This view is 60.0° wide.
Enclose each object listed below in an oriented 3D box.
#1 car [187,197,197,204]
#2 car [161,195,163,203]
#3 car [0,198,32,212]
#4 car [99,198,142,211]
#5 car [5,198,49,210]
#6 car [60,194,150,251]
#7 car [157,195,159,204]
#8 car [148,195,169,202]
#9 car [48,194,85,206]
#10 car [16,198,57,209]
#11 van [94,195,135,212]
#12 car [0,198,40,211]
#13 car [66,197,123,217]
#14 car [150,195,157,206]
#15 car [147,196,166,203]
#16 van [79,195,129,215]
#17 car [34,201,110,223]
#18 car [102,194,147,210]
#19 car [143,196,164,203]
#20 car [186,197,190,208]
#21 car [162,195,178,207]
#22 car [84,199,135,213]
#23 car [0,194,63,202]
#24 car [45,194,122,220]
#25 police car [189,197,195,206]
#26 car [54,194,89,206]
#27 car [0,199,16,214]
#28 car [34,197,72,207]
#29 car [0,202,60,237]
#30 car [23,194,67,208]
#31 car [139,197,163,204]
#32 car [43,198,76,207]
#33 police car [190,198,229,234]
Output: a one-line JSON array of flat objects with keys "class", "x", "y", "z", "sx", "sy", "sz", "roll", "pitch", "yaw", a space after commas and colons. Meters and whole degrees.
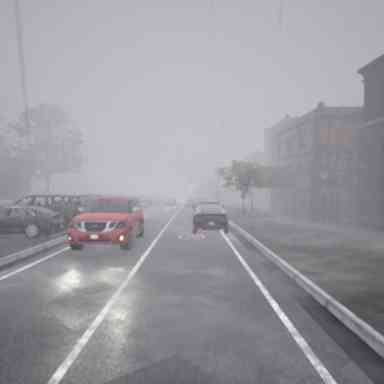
[{"class": "car", "x": -0.028, "y": 1.718, "z": 69.874, "sx": 1.994, "sy": 1.385, "sz": 4.181, "roll": 0, "pitch": -1, "yaw": 0}, {"class": "car", "x": -8.890, "y": 1.779, "z": 66.892, "sx": 4.792, "sy": 1.488, "sz": 2.163, "roll": 0, "pitch": -1, "yaw": 0}, {"class": "car", "x": -21.763, "y": 1.519, "z": 38.742, "sx": 5.366, "sy": 1.575, "sz": 1.946, "roll": 0, "pitch": 0, "yaw": 0}, {"class": "car", "x": -8.869, "y": 1.540, "z": 41.667, "sx": 5.008, "sy": 1.535, "sz": 2.097, "roll": 0, "pitch": 0, "yaw": 0}, {"class": "car", "x": -21.929, "y": 1.587, "z": 44.312, "sx": 4.792, "sy": 1.488, "sz": 2.163, "roll": 0, "pitch": 0, "yaw": 0}, {"class": "car", "x": -3.356, "y": 1.172, "z": 14.168, "sx": 2.150, "sy": 2.045, "sz": 5.566, "roll": 0, "pitch": 0, "yaw": 0}, {"class": "car", "x": -9.090, "y": 1.665, "z": 58.482, "sx": 5.366, "sy": 1.575, "sz": 1.946, "roll": 0, "pitch": -1, "yaw": 0}, {"class": "car", "x": -8.931, "y": 1.715, "z": 89.320, "sx": 5.566, "sy": 2.045, "sz": 2.435, "roll": 0, "pitch": -1, "yaw": 0}, {"class": "car", "x": -21.954, "y": 1.415, "z": 58.238, "sx": 5.566, "sy": 2.045, "sz": 2.435, "roll": 0, "pitch": -1, "yaw": 0}, {"class": "car", "x": -21.992, "y": 1.605, "z": 47.097, "sx": 4.792, "sy": 1.488, "sz": 2.163, "roll": 0, "pitch": 0, "yaw": 0}, {"class": "van", "x": -8.986, "y": 1.296, "z": 38.864, "sx": 4.442, "sy": 1.987, "sz": 1.878, "roll": 0, "pitch": 0, "yaw": 0}, {"class": "car", "x": -21.948, "y": 1.540, "z": 41.528, "sx": 5.008, "sy": 1.535, "sz": 2.097, "roll": 0, "pitch": 0, "yaw": 0}, {"class": "car", "x": -8.827, "y": 1.342, "z": 30.453, "sx": 4.553, "sy": 1.767, "sz": 2.185, "roll": 0, "pitch": 0, "yaw": 0}, {"class": "car", "x": -8.894, "y": 1.642, "z": 55.683, "sx": 5.008, "sy": 1.535, "sz": 2.097, "roll": 0, "pitch": -1, "yaw": 0}, {"class": "car", "x": -8.918, "y": 1.786, "z": 83.712, "sx": 4.553, "sy": 1.767, "sz": 2.185, "roll": 0, "pitch": -1, "yaw": 0}, {"class": "van", "x": -8.745, "y": 1.260, "z": 33.258, "sx": 4.442, "sy": 1.987, "sz": 1.878, "roll": 0, "pitch": 0, "yaw": 0}, {"class": "car", "x": -8.861, "y": 1.440, "z": 24.847, "sx": 4.892, "sy": 1.521, "sz": 2.231, "roll": 0, "pitch": 0, "yaw": 0}, {"class": "car", "x": -8.907, "y": 1.307, "z": 44.472, "sx": 5.566, "sy": 2.045, "sz": 2.435, "roll": 0, "pitch": 0, "yaw": 0}, {"class": "car", "x": -8.971, "y": 1.732, "z": 78.106, "sx": 4.553, "sy": 1.767, "sz": 2.185, "roll": 0, "pitch": -1, "yaw": 0}, {"class": "car", "x": -0.022, "y": 1.692, "z": 51.976, "sx": 2.033, "sy": 1.411, "sz": 5.357, "roll": 0, "pitch": 0, "yaw": 0}, {"class": "car", "x": -3.338, "y": 1.714, "z": 54.837, "sx": 2.033, "sy": 1.411, "sz": 5.357, "roll": 0, "pitch": 0, "yaw": 1}, {"class": "car", "x": -8.859, "y": 1.505, "z": 36.061, "sx": 4.892, "sy": 1.521, "sz": 2.231, "roll": 0, "pitch": 0, "yaw": 0}, {"class": "car", "x": -8.883, "y": 1.172, "z": 19.243, "sx": 5.566, "sy": 2.045, "sz": 2.435, "roll": 0, "pitch": 0, "yaw": 0}, {"class": "car", "x": -8.885, "y": 1.202, "z": 27.653, "sx": 5.566, "sy": 2.045, "sz": 2.435, "roll": 0, "pitch": 0, "yaw": 0}, {"class": "police car", "x": 0.960, "y": 1.458, "z": 35.145, "sx": 1.930, "sy": 1.638, "sz": 5.238, "roll": 0, "pitch": 0, "yaw": 0}, {"class": "car", "x": -21.960, "y": 1.440, "z": 60.899, "sx": 5.566, "sy": 2.045, "sz": 2.435, "roll": 0, "pitch": -1, "yaw": 0}, {"class": "car", "x": -21.942, "y": 1.544, "z": 35.956, "sx": 4.674, "sy": 1.452, "sz": 2.002, "roll": 0, "pitch": 0, "yaw": 0}, {"class": "car", "x": -21.968, "y": 1.618, "z": 52.667, "sx": 5.008, "sy": 1.535, "sz": 2.097, "roll": 0, "pitch": 0, "yaw": 0}, {"class": "car", "x": -8.849, "y": 1.422, "z": 16.442, "sx": 4.892, "sy": 1.521, "sz": 2.231, "roll": 0, "pitch": 0, "yaw": 0}, {"class": "car", "x": -21.940, "y": 1.344, "z": 49.883, "sx": 5.566, "sy": 2.045, "sz": 2.435, "roll": 0, "pitch": 0, "yaw": 0}, {"class": "car", "x": -8.924, "y": 1.803, "z": 72.499, "sx": 5.008, "sy": 1.535, "sz": 2.097, "roll": 0, "pitch": -1, "yaw": 0}, {"class": "car", "x": -21.976, "y": 1.680, "z": 55.328, "sx": 4.674, "sy": 1.452, "sz": 2.002, "roll": 0, "pitch": 0, "yaw": 0}, {"class": "police car", "x": 0.967, "y": 1.373, "z": 19.117, "sx": 1.930, "sy": 1.638, "sz": 5.238, "roll": 0, "pitch": 0, "yaw": 0}]
